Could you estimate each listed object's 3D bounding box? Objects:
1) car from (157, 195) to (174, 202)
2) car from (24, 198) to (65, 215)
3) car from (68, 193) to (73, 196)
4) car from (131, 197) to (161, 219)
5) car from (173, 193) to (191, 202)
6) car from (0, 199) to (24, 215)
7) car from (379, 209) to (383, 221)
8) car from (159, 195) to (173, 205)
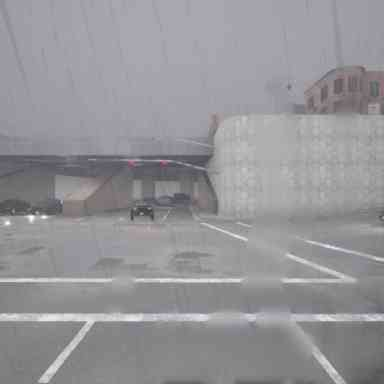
[{"bbox_3d":[-5.976,1.500,75.461,1.837,1.490,4.892,0,0,24],"label":"car"},{"bbox_3d":[-14.881,1.547,34.484,2.033,1.411,5.357,0,0,-2],"label":"car"},{"bbox_3d":[-18.881,1.221,53.768,2.150,2.045,5.566,0,0,-1],"label":"car"},{"bbox_3d":[-4.078,1.491,28.528,2.128,1.511,4.902,0,0,-3],"label":"car"},{"bbox_3d":[-2.269,1.225,75.267,2.150,2.045,5.566,0,0,28],"label":"car"},{"bbox_3d":[-18.369,1.478,34.074,1.882,1.535,5.008,0,0,-1],"label":"car"},{"bbox_3d":[12.780,0.874,18.258,4.674,1.442,1.812,-7,0,-1],"label":"car"},{"bbox_3d":[-4.828,1.525,58.178,1.812,1.442,4.674,0,0,-1],"label":"car"}]
